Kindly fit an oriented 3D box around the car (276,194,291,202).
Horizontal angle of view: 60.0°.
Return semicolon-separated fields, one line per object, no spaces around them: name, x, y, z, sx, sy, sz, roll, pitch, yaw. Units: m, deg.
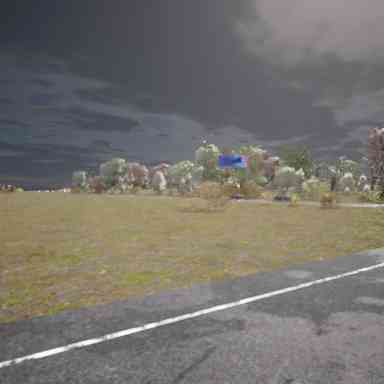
car;18.567;1.103;69.940;2.097;1.767;4.553;0;0;-34

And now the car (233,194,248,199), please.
car;11.335;1.178;80.720;1.895;1.301;4.718;0;0;-34
